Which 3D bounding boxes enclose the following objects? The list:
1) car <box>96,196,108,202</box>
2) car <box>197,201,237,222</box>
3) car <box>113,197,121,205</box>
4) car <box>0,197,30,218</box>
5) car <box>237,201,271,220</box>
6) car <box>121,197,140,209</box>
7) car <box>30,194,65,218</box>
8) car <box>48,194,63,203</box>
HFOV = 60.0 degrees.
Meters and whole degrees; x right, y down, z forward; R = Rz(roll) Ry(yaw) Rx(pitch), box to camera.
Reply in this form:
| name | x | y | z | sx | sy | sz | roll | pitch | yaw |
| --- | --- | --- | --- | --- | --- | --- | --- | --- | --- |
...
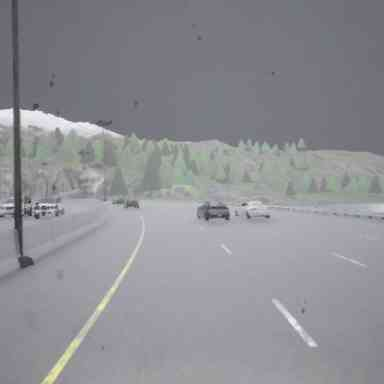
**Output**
| name | x | y | z | sx | sy | sz | roll | pitch | yaw |
| --- | --- | --- | --- | --- | --- | --- | --- | --- | --- |
| car | -21.597 | 1.758 | 79.563 | 2.033 | 1.411 | 5.357 | -1 | 0 | -32 |
| car | 1.591 | 1.471 | 26.239 | 2.128 | 1.511 | 4.902 | -1 | 0 | -10 |
| car | -14.419 | 1.747 | 65.920 | 1.837 | 1.490 | 4.892 | -1 | -1 | -26 |
| car | -18.290 | 1.554 | 34.877 | 2.150 | 2.045 | 5.566 | -1 | 0 | -14 |
| car | 4.944 | 1.445 | 27.420 | 1.812 | 1.442 | 4.674 | -1 | 0 | -10 |
| car | -8.864 | 1.676 | 48.689 | 1.837 | 1.490 | 4.892 | -1 | 0 | -18 |
| car | -14.488 | 1.487 | 34.039 | 2.150 | 2.045 | 5.566 | -1 | 0 | -13 |
| car | -29.869 | 1.389 | 72.746 | 2.150 | 2.045 | 5.566 | -1 | 0 | -30 |
